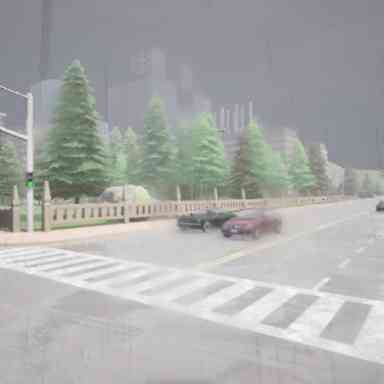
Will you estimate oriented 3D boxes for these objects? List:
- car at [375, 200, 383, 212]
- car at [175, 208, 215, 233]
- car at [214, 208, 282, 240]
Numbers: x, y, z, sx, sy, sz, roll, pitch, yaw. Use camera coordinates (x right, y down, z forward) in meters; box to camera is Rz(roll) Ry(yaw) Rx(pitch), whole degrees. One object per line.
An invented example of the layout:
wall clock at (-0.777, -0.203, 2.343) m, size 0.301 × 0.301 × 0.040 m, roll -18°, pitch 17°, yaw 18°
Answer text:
car at (22.520, 1.593, 38.461) m, size 1.994 × 1.385 × 4.181 m, roll -1°, pitch 0°, yaw 35°
car at (1.032, 1.682, 20.494) m, size 1.895 × 1.301 × 4.718 m, roll -1°, pitch 0°, yaw 35°
car at (3.299, 1.581, 17.638) m, size 1.812 × 1.442 × 4.674 m, roll -1°, pitch 0°, yaw 35°
